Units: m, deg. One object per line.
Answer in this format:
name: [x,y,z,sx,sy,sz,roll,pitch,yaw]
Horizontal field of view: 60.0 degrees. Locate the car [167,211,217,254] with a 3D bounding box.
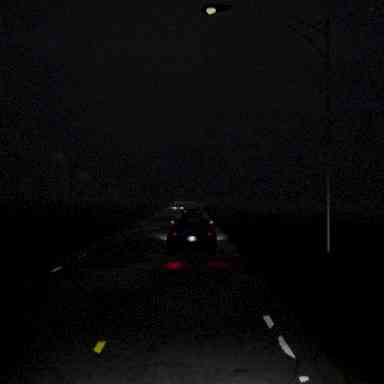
car: [0.002,1.717,14.284,1.994,1.385,4.181,0,-1,0]

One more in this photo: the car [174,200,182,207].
car: [-2.757,2.380,69.810,1.882,1.535,5.008,0,-1,0]

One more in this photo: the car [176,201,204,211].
car: [0.001,1.835,29.321,2.128,1.511,4.902,0,-1,0]
